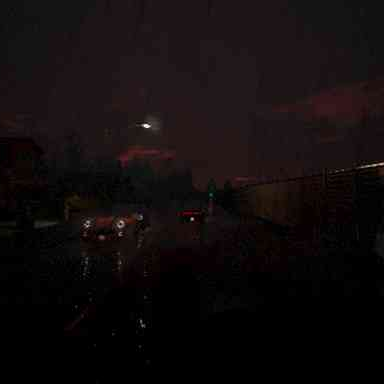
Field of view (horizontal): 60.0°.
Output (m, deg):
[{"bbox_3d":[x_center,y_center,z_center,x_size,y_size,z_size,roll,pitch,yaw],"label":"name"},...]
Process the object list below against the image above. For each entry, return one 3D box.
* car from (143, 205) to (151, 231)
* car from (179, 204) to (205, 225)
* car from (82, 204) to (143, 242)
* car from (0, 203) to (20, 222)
[{"bbox_3d":[-4.055,1.633,22.772,2.097,1.767,4.553,0,-1,0],"label":"car"},{"bbox_3d":[0.034,1.776,27.035,1.837,1.490,4.892,0,-1,0],"label":"car"},{"bbox_3d":[-4.133,1.528,17.484,2.097,1.767,4.553,0,-1,0],"label":"car"},{"bbox_3d":[-14.621,1.422,24.447,3.633,1.501,1.845,0,-1,-3],"label":"car"}]
